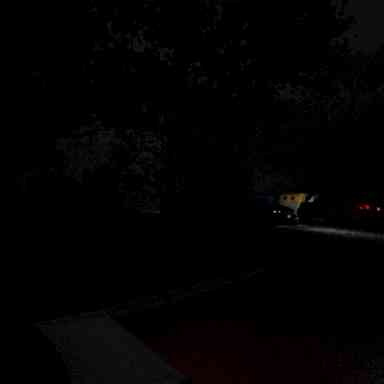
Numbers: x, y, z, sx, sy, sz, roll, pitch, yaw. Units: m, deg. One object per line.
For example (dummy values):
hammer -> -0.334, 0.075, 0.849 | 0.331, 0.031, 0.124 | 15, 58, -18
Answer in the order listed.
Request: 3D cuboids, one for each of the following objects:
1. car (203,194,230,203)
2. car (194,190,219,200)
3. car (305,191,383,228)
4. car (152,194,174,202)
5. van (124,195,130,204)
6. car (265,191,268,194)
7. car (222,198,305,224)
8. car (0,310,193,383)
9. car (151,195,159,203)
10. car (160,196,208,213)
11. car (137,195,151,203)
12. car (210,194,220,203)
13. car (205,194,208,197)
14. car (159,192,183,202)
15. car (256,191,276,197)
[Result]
car -> 4.231, 1.095, 58.471 | 2.097, 1.535, 5.008 | -2, 1, -36
car -> 3.150, 0.630, 73.848 | 2.435, 2.045, 5.566 | -2, 1, -36
car -> 8.907, 0.994, 20.201 | 2.150, 2.045, 5.566 | 2, -1, -23
car -> -5.909, 1.166, 67.257 | 2.097, 1.535, 5.008 | -2, 1, -36
van -> -12.760, 1.172, 62.379 | 1.878, 1.987, 4.442 | -2, 1, -36
car -> 16.722, 0.223, 83.775 | 2.435, 2.045, 5.566 | -2, 1, -36
car -> 4.318, 1.155, 21.124 | 2.128, 1.511, 4.902 | 2, -1, -31
car -> -2.383, 1.620, 1.858 | 4.718, 1.301, 1.895 | -2, 1, -35
car -> -8.055, 1.239, 65.449 | 1.946, 1.575, 5.366 | -2, 1, -36
car -> -0.927, 1.495, 35.098 | 2.128, 1.511, 4.902 | 2, -2, -35
car -> -10.407, 1.349, 63.921 | 2.163, 1.488, 4.792 | -2, 1, -36
car -> 2.088, 1.204, 56.898 | 2.002, 1.452, 4.674 | -2, 1, -36
car -> -0.280, 0.991, 55.197 | 2.435, 2.045, 5.566 | -2, 1, -36
car -> -2.426, 1.065, 53.625 | 2.435, 2.045, 5.566 | -2, 1, -36
car -> 18.978, 0.411, 85.450 | 2.231, 1.521, 4.892 | -2, 1, -36
